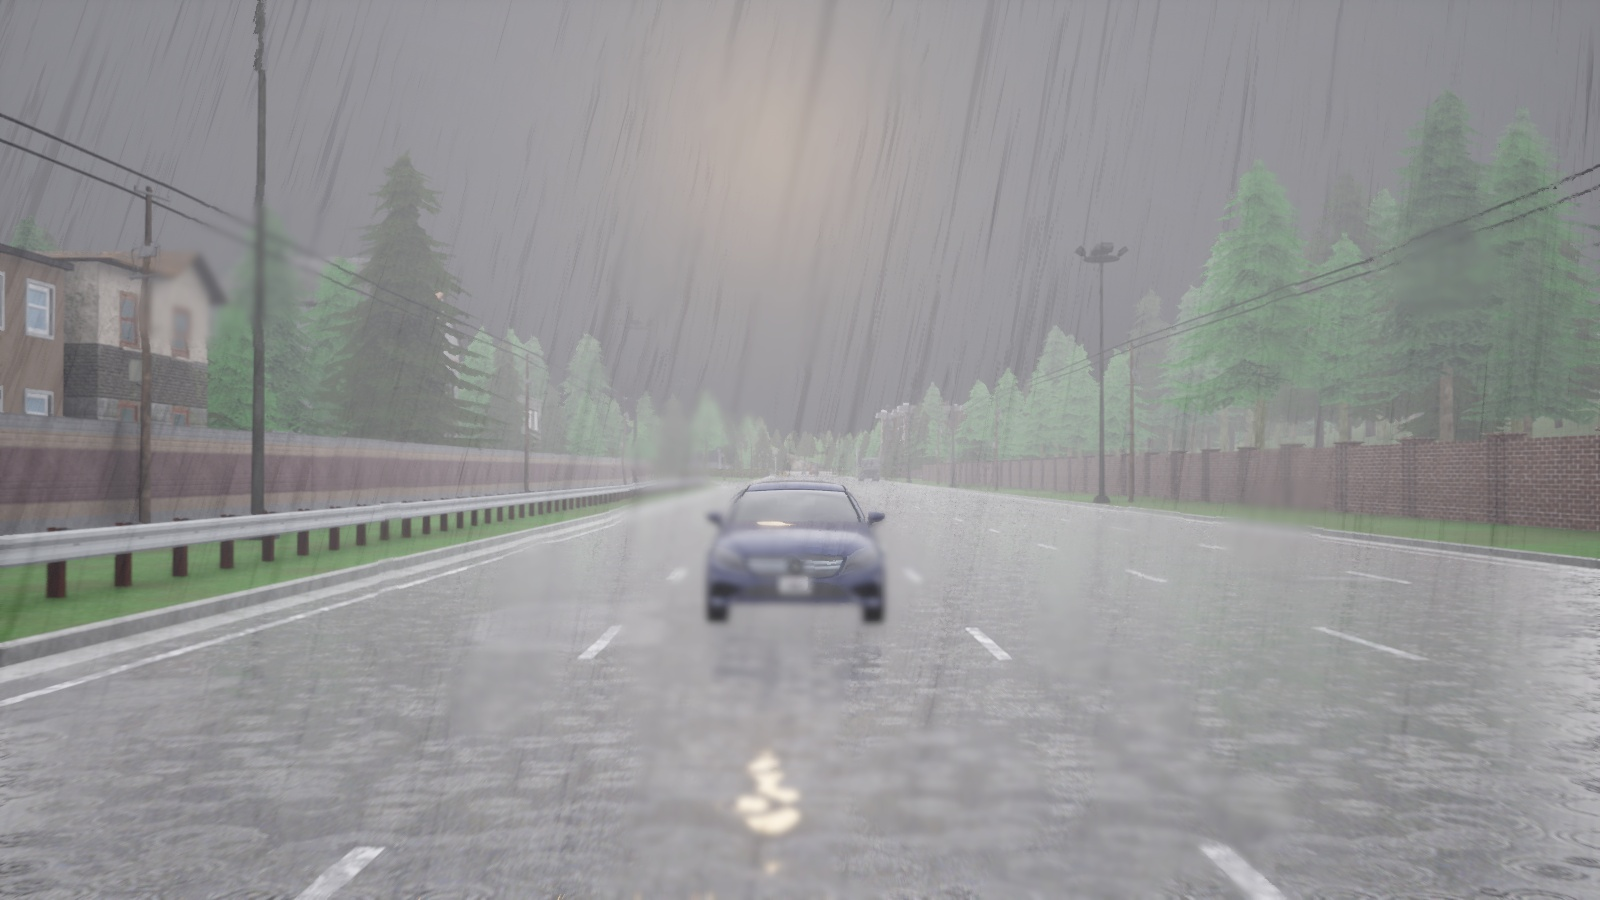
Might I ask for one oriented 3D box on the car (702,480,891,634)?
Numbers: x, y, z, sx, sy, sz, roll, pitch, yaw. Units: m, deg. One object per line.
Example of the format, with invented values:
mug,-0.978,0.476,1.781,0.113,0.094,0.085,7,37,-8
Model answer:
car,-0.036,1.082,14.413,1.812,1.442,4.674,0,-1,0
